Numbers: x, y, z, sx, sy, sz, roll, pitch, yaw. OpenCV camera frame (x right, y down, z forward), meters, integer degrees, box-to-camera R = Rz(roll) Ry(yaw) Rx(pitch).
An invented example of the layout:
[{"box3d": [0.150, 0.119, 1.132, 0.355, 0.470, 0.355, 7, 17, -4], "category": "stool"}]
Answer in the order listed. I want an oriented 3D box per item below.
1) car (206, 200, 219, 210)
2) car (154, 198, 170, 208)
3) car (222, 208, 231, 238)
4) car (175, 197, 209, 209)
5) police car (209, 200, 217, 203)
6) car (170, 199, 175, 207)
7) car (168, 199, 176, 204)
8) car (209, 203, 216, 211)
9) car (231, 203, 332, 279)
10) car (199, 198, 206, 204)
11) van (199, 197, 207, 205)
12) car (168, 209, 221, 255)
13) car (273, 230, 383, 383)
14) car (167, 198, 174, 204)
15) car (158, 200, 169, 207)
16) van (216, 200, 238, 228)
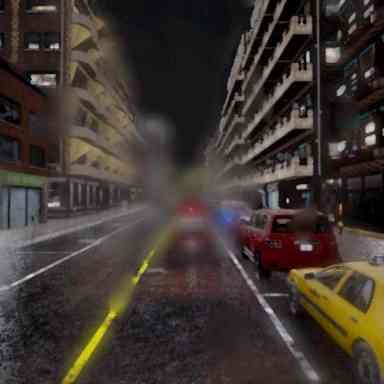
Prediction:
[{"box3d": [3.147, 2.068, 52.416, 1.812, 1.442, 4.674, 0, -1, 0], "category": "car"}, {"box3d": [-5.677, 1.941, 60.429, 2.192, 1.841, 5.009, 1, -1, 0], "category": "car"}, {"box3d": [2.700, 1.709, 15.820, 1.887, 1.381, 4.507, 1, -1, 0], "category": "car"}, {"box3d": [0.008, 1.511, 27.606, 2.150, 2.045, 5.566, 0, 0, 0], "category": "car"}, {"box3d": [3.133, 1.896, 45.527, 1.930, 1.638, 5.238, 0, -1, 0], "category": "police car"}, {"box3d": [-3.027, 2.165, 64.627, 2.128, 1.511, 4.902, 0, -1, 1], "category": "car"}, {"box3d": [-5.681, 2.538, 93.851, 1.947, 1.339, 4.313, 1, -1, 0], "category": "car"}, {"box3d": [2.700, 1.830, 26.961, 2.008, 1.369, 4.403, 1, -1, 0], "category": "car"}, {"box3d": [2.704, 1.422, 10.251, 2.192, 1.841, 5.009, 1, -1, 0], "category": "car"}, {"box3d": [2.707, 2.441, 88.411, 1.752, 1.417, 4.829, 1, -1, 0], "category": "car"}, {"box3d": [2.706, 2.198, 82.672, 1.690, 1.788, 3.998, 1, -1, 0], "category": "van"}, {"box3d": [0.021, 1.670, 13.909, 1.812, 1.442, 4.674, 0, 0, 0], "category": "car"}, {"box3d": [2.701, 1.577, 4.847, 1.752, 1.417, 4.829, 1, -1, 0], "category": "car"}, {"box3d": [-5.680, 2.438, 88.110, 1.752, 1.417, 4.829, 1, -1, 0], "category": "car"}, {"box3d": [-5.681, 2.265, 65.997, 1.802, 1.307, 4.206, 1, -1, 0], "category": "car"}, {"box3d": [2.703, 1.563, 21.392, 1.690, 1.788, 3.998, 1, -1, 0], "category": "van"}]
